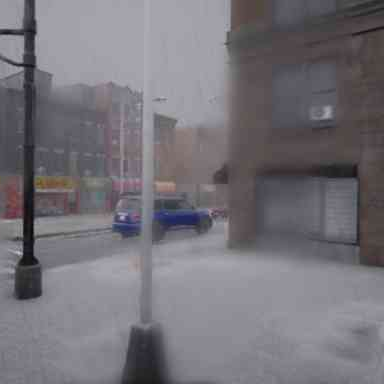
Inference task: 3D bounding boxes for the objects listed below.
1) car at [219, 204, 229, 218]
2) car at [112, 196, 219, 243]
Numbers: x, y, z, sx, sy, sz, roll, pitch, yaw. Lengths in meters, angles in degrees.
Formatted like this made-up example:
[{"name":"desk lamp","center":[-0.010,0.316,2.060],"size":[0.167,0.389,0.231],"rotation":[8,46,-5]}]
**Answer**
[{"name":"car","center":[3.410,1.591,27.464],"size":[1.895,1.301,4.718],"rotation":[1,0,35]},{"name":"car","center":[-1.274,1.203,16.260],"size":[2.150,2.045,5.566],"rotation":[1,0,39]}]
